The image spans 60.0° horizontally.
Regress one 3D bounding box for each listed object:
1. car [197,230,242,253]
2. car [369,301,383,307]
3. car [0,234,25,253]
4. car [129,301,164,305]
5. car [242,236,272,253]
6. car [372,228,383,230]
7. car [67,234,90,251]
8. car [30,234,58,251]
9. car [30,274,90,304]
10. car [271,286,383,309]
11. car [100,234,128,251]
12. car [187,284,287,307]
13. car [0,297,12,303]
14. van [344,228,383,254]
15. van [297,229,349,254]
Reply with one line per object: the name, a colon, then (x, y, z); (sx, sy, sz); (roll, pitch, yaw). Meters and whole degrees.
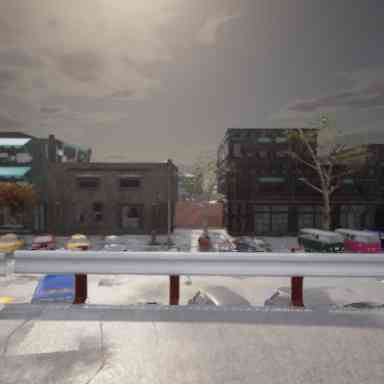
car: (2.050, 4.357, 28.677); (2.185, 1.767, 4.553); (1, 0, -19)
car: (7.401, 4.711, 11.650); (2.231, 1.521, 4.892); (0, 2, -20)
car: (-15.763, 4.379, 28.970); (1.946, 1.575, 5.366); (0, 0, -19)
car: (-1.672, 4.687, 11.766); (2.163, 1.488, 4.792); (-1, 2, -19)
car: (5.024, 4.501, 28.623); (2.231, 1.521, 4.892); (0, 0, -20)
car: (16.869, 4.313, 28.500); (2.435, 2.045, 5.566); (1, 0, -20)
car: (-9.846, 4.413, 28.919); (1.946, 1.575, 5.366); (0, 0, -19)
car: (-12.731, 4.398, 28.774); (2.097, 1.535, 5.008); (0, 0, -20)
car: (-4.672, 4.391, 11.727); (2.435, 2.045, 5.566); (0, 1, -20)
car: (4.382, 4.566, 11.718); (2.185, 1.767, 4.553); (0, 1, -19)
car: (-6.802, 4.462, 28.700); (2.163, 1.488, 4.792); (1, 0, -20)
car: (1.353, 4.549, 11.735); (2.185, 1.767, 4.553); (0, 1, -20)
car: (-7.772, 4.616, 11.960); (1.946, 1.575, 5.366); (0, 2, -20)
van: (13.852, 4.322, 28.657); (1.878, 1.987, 4.442); (0, 0, -19)
van: (10.893, 4.306, 28.683); (1.878, 1.987, 4.442); (0, 0, -19)
